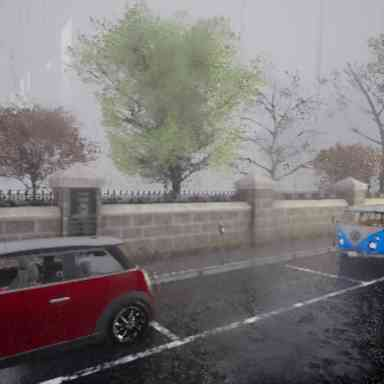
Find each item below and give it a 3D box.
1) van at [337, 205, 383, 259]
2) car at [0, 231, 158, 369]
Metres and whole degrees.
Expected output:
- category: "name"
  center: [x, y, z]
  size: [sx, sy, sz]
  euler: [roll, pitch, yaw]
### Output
- category: "van"
  center: [6.544, 1.341, 11.217]
  size: [3.998, 1.788, 1.690]
  euler: [0, 0, -35]
- category: "car"
  center: [-2.626, 1.440, 4.681]
  size: [4.097, 1.590, 1.967]
  euler: [0, 0, -35]
